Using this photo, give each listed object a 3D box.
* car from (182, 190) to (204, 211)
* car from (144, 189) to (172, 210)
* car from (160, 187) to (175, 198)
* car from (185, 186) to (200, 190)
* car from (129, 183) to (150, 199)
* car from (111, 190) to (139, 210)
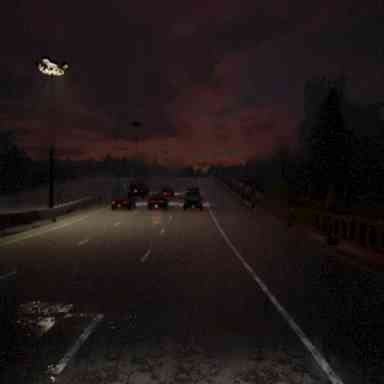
[{"bbox_3d":[0.087,0.988,33.359,1.812,1.442,4.674,0,4,0],"label":"car"},{"bbox_3d":[-3.402,0.907,34.139,1.837,1.490,4.892,0,4,0],"label":"car"},{"bbox_3d":[-3.407,-0.042,44.851,1.994,1.385,4.181,0,6,0],"label":"car"},{"bbox_3d":[0.090,-0.010,43.875,2.128,1.511,4.902,0,6,0],"label":"car"},{"bbox_3d":[-6.909,-0.248,43.490,2.150,2.045,5.566,0,6,0],"label":"car"},{"bbox_3d":[-6.898,0.953,33.760,1.812,1.442,4.674,0,4,0],"label":"car"}]
